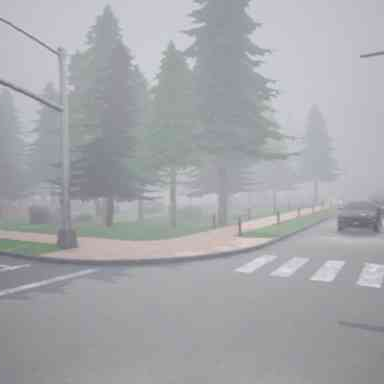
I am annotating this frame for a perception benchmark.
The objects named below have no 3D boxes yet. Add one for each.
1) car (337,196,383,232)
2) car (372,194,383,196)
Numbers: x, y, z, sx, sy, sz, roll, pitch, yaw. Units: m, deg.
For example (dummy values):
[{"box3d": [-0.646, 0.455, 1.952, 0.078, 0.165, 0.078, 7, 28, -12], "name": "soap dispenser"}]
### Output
[{"box3d": [9.322, 1.229, 18.383, 1.882, 1.535, 5.008, -1, 0, 32], "name": "car"}, {"box3d": [20.092, 0.956, 35.735, 1.882, 1.535, 5.008, -1, 0, 31], "name": "car"}]
